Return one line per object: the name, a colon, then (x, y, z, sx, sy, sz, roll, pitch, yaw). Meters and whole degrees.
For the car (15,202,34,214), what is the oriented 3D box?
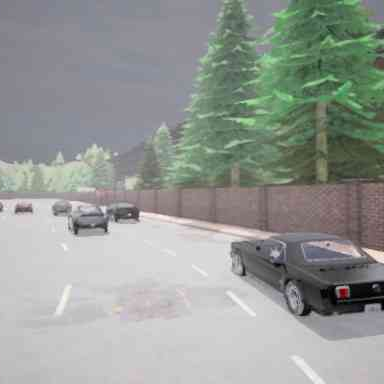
car: (-19.283, 1.828, 38.332, 1.895, 1.301, 4.718, -1, 0, -26)

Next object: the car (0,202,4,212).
car: (-25.143, 1.896, 42.425, 1.895, 1.301, 4.718, -1, 0, -26)

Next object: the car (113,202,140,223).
car: (-5.685, 1.548, 26.810, 1.882, 1.535, 5.008, -1, 0, -26)

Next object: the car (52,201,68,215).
car: (-13.912, 1.711, 35.734, 2.033, 1.411, 5.357, 0, 0, -26)

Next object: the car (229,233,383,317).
car: (2.397, 1.575, 7.464, 1.895, 1.301, 4.718, -1, 0, -13)

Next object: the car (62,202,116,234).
car: (-6.264, 1.568, 19.853, 2.128, 1.511, 4.902, -1, 0, -25)
